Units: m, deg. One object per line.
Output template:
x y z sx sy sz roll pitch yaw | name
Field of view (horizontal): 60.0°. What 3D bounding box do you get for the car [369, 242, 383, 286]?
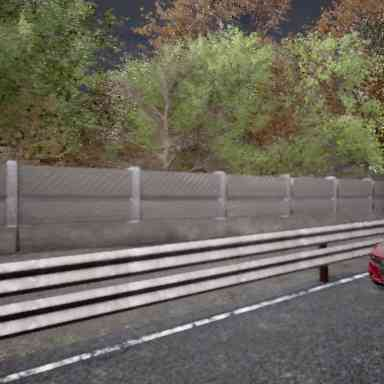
6.251 1.408 8.098 5.008 1.535 1.882 0 0 -35 | car
